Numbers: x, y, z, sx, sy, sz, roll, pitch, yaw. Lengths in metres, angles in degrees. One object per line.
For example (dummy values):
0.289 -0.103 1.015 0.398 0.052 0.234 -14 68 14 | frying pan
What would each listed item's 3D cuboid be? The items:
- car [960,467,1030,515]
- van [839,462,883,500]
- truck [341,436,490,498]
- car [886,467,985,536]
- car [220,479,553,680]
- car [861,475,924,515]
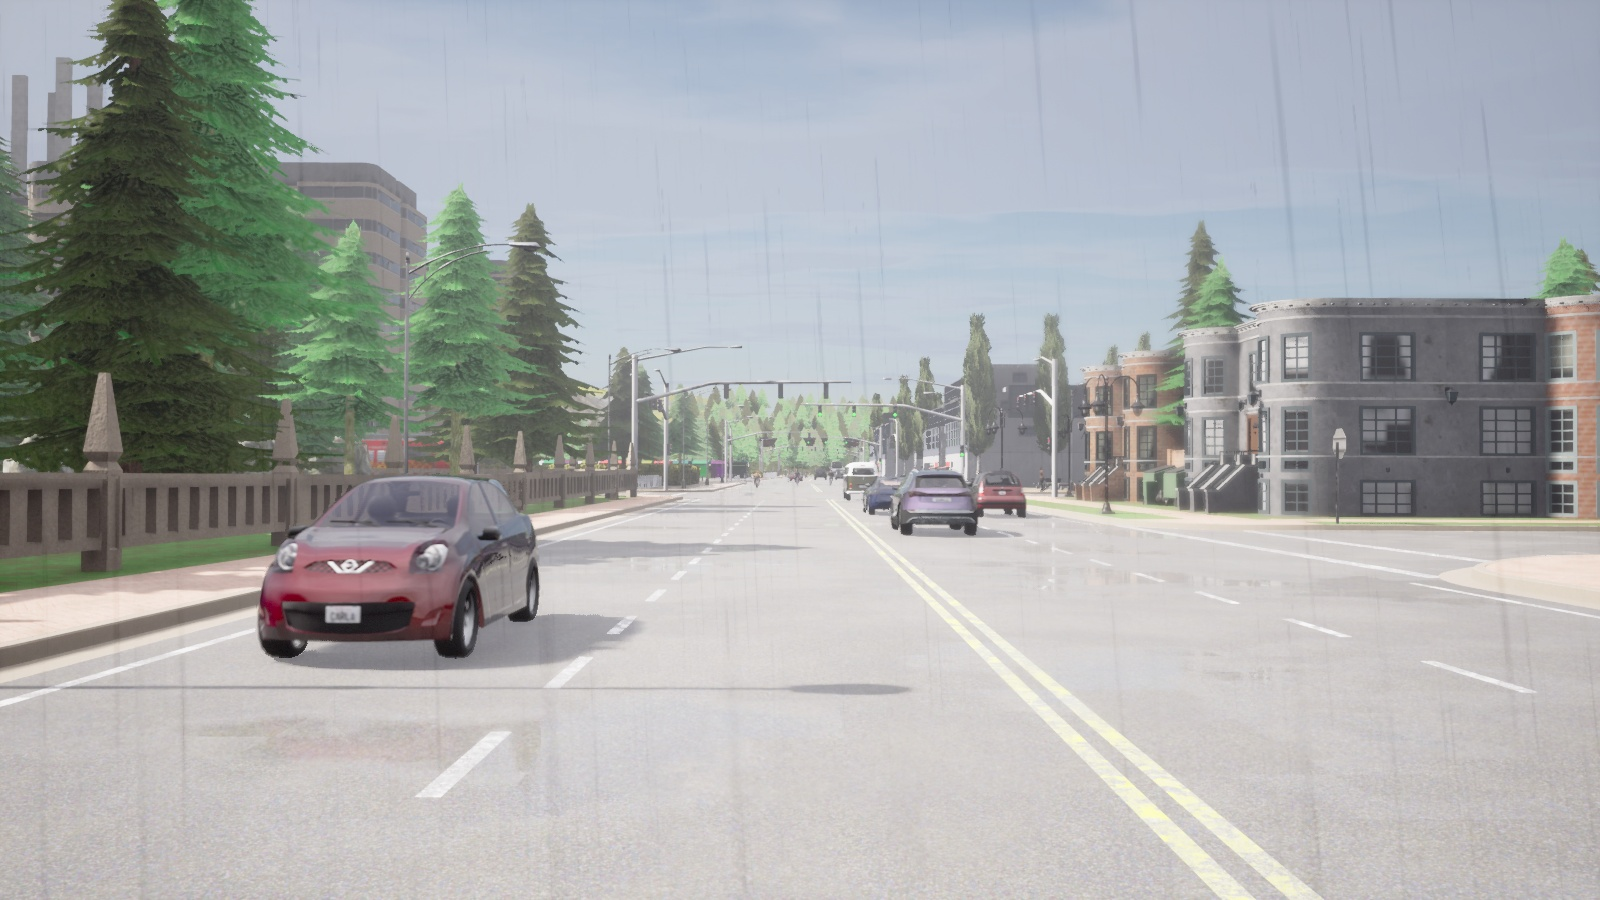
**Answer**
6.899 1.435 44.785 1.851 1.617 3.988 0 -1 0 | car
3.299 1.670 68.372 2.069 2.038 4.480 0 -1 -1 | van
-24.134 1.071 79.047 8.468 3.827 2.891 0 -1 0 | truck
3.427 1.278 32.635 2.033 1.649 4.856 0 -1 0 | car
-3.525 1.034 11.448 1.845 1.501 3.633 0 -1 0 | car
3.396 1.648 46.777 1.994 1.385 4.181 0 -1 0 | car
